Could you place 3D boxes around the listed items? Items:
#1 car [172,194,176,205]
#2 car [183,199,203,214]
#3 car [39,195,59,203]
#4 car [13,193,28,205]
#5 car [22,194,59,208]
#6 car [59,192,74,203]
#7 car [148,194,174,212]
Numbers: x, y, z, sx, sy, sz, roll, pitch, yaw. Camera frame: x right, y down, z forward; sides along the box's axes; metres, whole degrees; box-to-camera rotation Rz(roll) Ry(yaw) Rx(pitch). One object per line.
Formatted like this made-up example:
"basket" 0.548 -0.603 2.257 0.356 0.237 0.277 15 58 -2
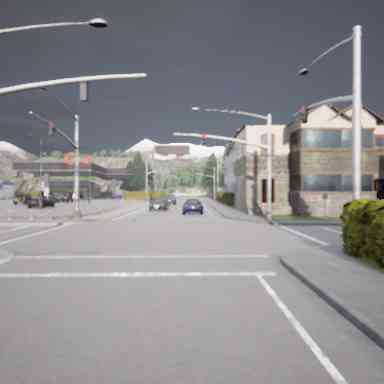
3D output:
"car" -3.567 1.110 51.794 2.097 1.767 4.553 0 0 0
"car" 0.098 1.406 33.484 1.994 1.385 4.181 0 0 0
"car" -25.954 1.271 60.348 1.970 1.475 3.806 0 0 0
"car" -25.893 1.047 51.867 1.932 1.855 4.605 0 0 0
"car" -18.924 1.294 41.877 2.007 1.523 4.514 0 0 0
"car" -22.628 0.990 59.744 1.905 1.878 3.866 0 0 0
"car" -3.573 1.319 36.480 2.128 1.511 4.902 0 0 1
